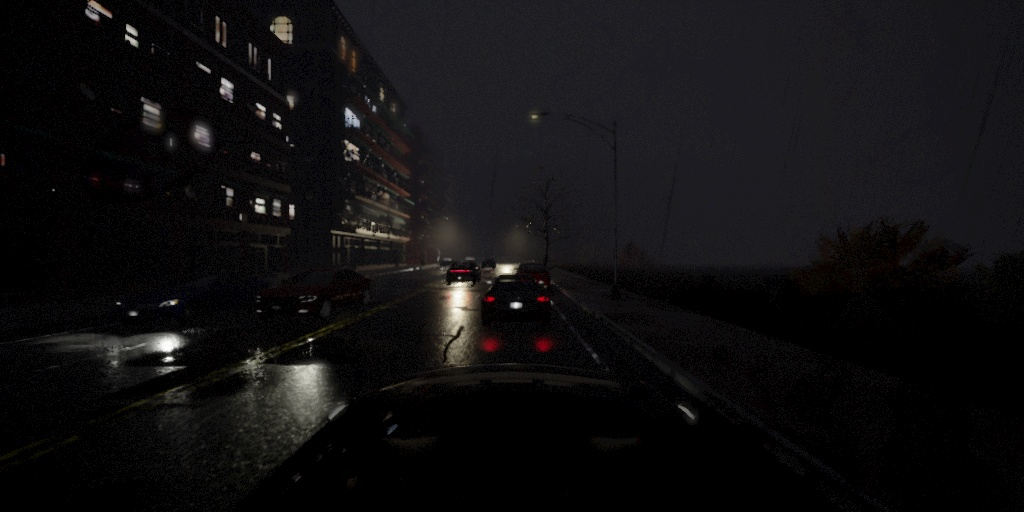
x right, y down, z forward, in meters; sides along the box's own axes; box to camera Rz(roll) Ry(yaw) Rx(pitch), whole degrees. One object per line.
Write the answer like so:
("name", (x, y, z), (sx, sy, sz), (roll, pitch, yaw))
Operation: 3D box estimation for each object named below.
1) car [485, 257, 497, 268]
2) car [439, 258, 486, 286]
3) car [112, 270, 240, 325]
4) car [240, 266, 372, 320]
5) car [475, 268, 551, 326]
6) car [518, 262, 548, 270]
("car", (-3.134, 0.937, 48.491), (2.128, 1.511, 4.902), (0, 0, 0))
("car", (-3.142, 1.099, 23.961), (2.128, 1.511, 4.902), (0, 0, 0))
("car", (-9.847, 1.213, 11.650), (1.812, 1.442, 4.674), (0, 0, 0))
("car", (-6.596, 1.159, 12.523), (1.882, 1.535, 5.008), (0, 0, 0))
("car", (0.105, 1.252, 11.437), (1.994, 1.385, 4.181), (0, 0, 0))
("car", (1.144, 1.105, 20.962), (1.882, 1.535, 5.008), (0, 0, 0))
